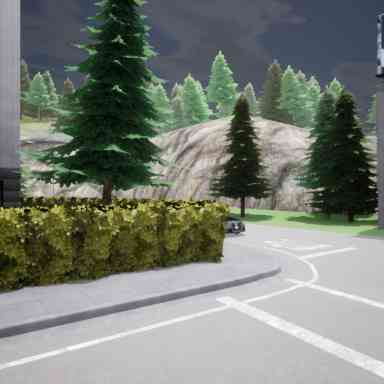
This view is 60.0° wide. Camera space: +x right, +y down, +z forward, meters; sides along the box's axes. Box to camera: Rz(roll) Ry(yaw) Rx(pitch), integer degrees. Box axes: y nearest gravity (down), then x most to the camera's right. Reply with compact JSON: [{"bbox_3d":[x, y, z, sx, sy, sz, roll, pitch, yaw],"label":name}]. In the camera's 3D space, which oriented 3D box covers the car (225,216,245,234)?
[{"bbox_3d":[1.079,1.740,19.501,1.994,1.385,4.181,0,0,-42],"label":"car"}]
